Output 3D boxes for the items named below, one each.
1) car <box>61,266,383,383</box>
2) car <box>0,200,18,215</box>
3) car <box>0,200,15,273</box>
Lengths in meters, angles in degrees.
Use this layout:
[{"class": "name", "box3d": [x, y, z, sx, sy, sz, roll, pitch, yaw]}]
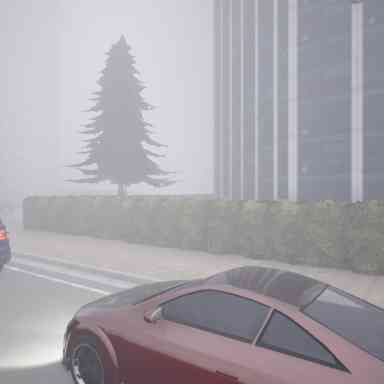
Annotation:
[{"class": "car", "box3d": [0.457, 1.564, 3.667, 4.181, 1.385, 1.994, 0, 0, 35]}, {"class": "car", "box3d": [-20.361, 1.560, 33.239, 1.837, 1.490, 4.892, 0, 0, 35]}, {"class": "car", "box3d": [-7.153, 1.221, 9.060, 5.566, 2.045, 2.150, 0, 0, 35]}]
